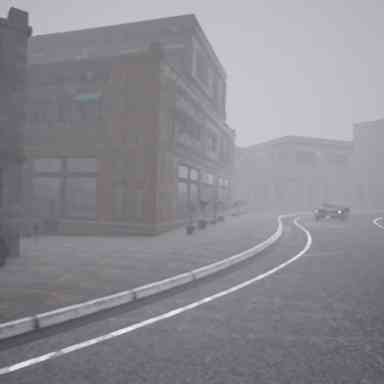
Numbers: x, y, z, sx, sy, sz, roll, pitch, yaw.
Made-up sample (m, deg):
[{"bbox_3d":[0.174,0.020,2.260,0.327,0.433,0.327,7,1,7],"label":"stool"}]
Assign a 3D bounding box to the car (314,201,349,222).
[{"bbox_3d":[10.147,1.357,24.081,1.895,1.301,4.718,1,1,30],"label":"car"}]
